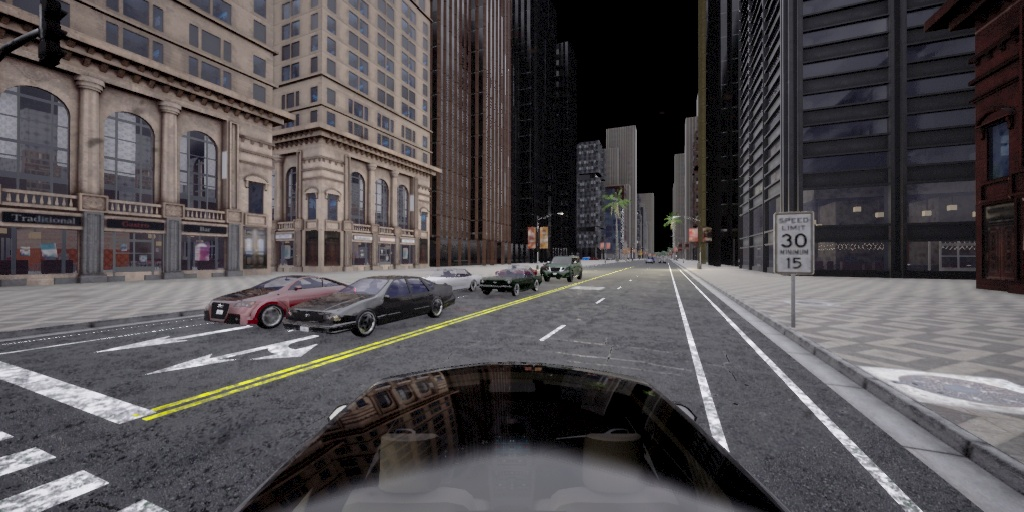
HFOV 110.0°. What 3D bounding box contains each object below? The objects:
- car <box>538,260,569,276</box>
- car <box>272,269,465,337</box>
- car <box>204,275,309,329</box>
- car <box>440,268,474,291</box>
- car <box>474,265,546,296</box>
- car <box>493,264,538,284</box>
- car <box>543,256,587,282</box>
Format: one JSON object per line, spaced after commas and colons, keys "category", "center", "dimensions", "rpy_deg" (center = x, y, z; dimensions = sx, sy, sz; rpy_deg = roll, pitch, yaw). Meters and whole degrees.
{"category": "car", "center": [4.484, 1.251, 37.943], "dimensions": [1.882, 1.535, 5.008], "rpy_deg": [0, 0, 24]}
{"category": "car", "center": [-3.754, 1.299, 10.742], "dimensions": [2.033, 1.411, 5.357], "rpy_deg": [0, 0, 23]}
{"category": "car", "center": [-7.007, 1.316, 11.394], "dimensions": [1.994, 1.385, 4.181], "rpy_deg": [0, 0, 24]}
{"category": "car", "center": [-3.541, 1.357, 19.441], "dimensions": [1.895, 1.301, 4.718], "rpy_deg": [0, 0, 23]}
{"category": "car", "center": [0.045, 1.358, 19.546], "dimensions": [1.895, 1.301, 4.718], "rpy_deg": [0, 0, 24]}
{"category": "car", "center": [0.406, 1.365, 28.587], "dimensions": [1.895, 1.301, 4.718], "rpy_deg": [0, 0, 24]}
{"category": "car", "center": [4.285, 0.987, 29.366], "dimensions": [2.150, 2.045, 5.566], "rpy_deg": [0, 0, 23]}
